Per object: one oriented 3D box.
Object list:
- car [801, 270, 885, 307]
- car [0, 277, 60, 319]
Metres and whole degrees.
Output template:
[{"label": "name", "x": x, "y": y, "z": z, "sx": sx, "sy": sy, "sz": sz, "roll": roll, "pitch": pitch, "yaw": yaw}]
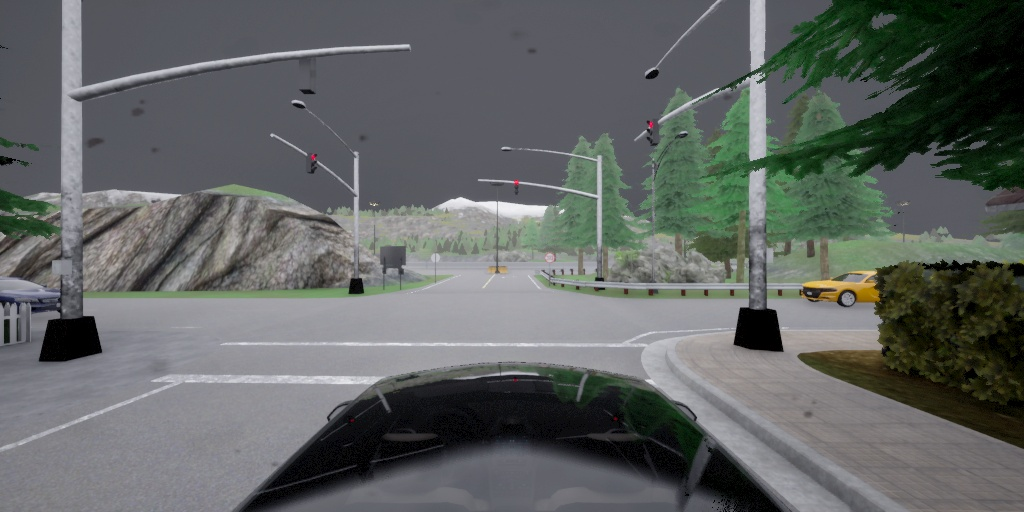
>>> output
[{"label": "car", "x": 15.954, "y": 1.419, "z": 16.204, "sx": 5.008, "sy": 1.535, "sz": 1.882, "roll": 0, "pitch": 0, "yaw": 0}, {"label": "car", "x": -18.279, "y": 1.467, "z": 12.689, "sx": 4.674, "sy": 1.442, "sz": 1.812, "roll": 0, "pitch": 0, "yaw": 0}]
